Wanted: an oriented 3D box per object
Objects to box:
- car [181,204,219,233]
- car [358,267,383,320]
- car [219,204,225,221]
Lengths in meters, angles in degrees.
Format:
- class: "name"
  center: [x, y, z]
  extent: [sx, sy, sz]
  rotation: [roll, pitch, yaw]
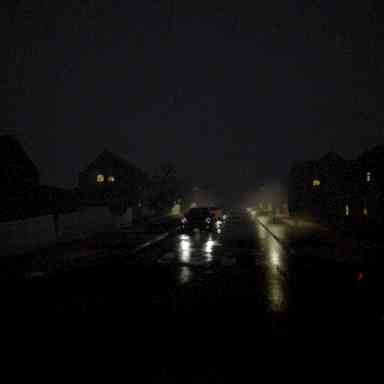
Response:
- class: "car"
  center: [0.520, 1.850, 23.239]
  extent: [2.097, 1.767, 4.553]
  rotation: [-1, -1, 7]
- class: "car"
  center: [5.274, 1.645, 5.277]
  extent: [4.718, 1.301, 1.895]
  rotation: [-2, -4, 25]
- class: "car"
  center: [2.218, 2.243, 36.116]
  extent: [1.882, 1.535, 5.008]
  rotation: [-1, -1, 7]
